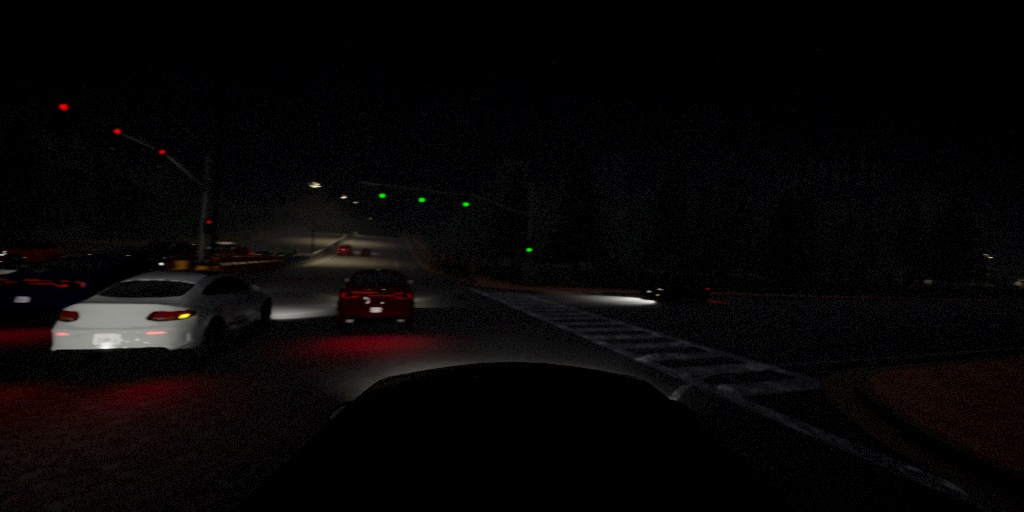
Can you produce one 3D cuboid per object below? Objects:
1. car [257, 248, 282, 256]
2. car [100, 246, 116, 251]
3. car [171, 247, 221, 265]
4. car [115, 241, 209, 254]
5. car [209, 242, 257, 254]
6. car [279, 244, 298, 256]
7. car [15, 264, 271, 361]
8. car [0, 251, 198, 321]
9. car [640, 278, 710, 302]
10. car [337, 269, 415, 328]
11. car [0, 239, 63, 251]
[{"bbox_3d":[-30.532,0.113,44.326,1.837,1.490,4.892,3,0,-19],"label":"car"},{"bbox_3d":[-28.223,0.071,26.772,2.128,1.511,4.902,3,-1,-19],"label":"car"},{"bbox_3d":[-31.273,0.002,35.698,1.882,1.535,5.008,3,-1,-19],"label":"car"},{"bbox_3d":[-23.806,0.005,24.749,2.150,2.045,5.566,3,-1,-19],"label":"car"},{"bbox_3d":[-27.180,-0.056,34.553,2.150,2.045,5.566,3,-1,-19],"label":"car"},{"bbox_3d":[-33.936,-0.645,54.117,2.150,2.045,5.566,3,3,-19],"label":"car"},{"bbox_3d":[-6.489,1.003,7.277,1.812,1.442,4.674,3,-1,-19],"label":"car"},{"bbox_3d":[-11.084,0.748,9.886,1.882,1.535,5.008,3,-1,-19],"label":"car"},{"bbox_3d":[10.199,2.078,22.416,4.181,1.385,1.994,3,-1,-19],"label":"car"},{"bbox_3d":[-4.050,1.123,10.931,1.882,1.535,5.008,3,-1,-19],"label":"car"},{"bbox_3d":[-30.183,-0.228,21.776,2.097,1.767,4.553,3,-1,-19],"label":"car"}]
